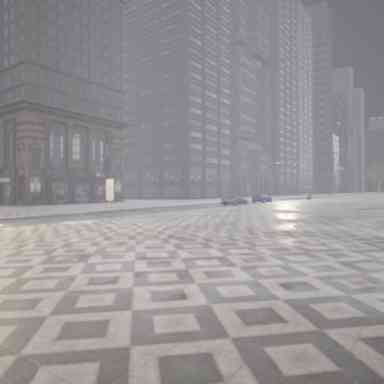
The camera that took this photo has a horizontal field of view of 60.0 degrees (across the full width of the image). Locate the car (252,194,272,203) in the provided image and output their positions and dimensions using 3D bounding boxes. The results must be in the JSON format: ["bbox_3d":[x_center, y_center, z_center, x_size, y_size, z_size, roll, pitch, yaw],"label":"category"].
[{"bbox_3d":[11.613,1.070,54.786,1.882,1.535,5.008,0,0,35],"label":"car"}]

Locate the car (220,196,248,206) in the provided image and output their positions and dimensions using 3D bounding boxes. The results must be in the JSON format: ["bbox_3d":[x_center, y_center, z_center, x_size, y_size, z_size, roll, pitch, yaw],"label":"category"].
[{"bbox_3d":[5.998,1.227,46.810,2.033,1.411,5.357,0,0,36],"label":"car"}]
